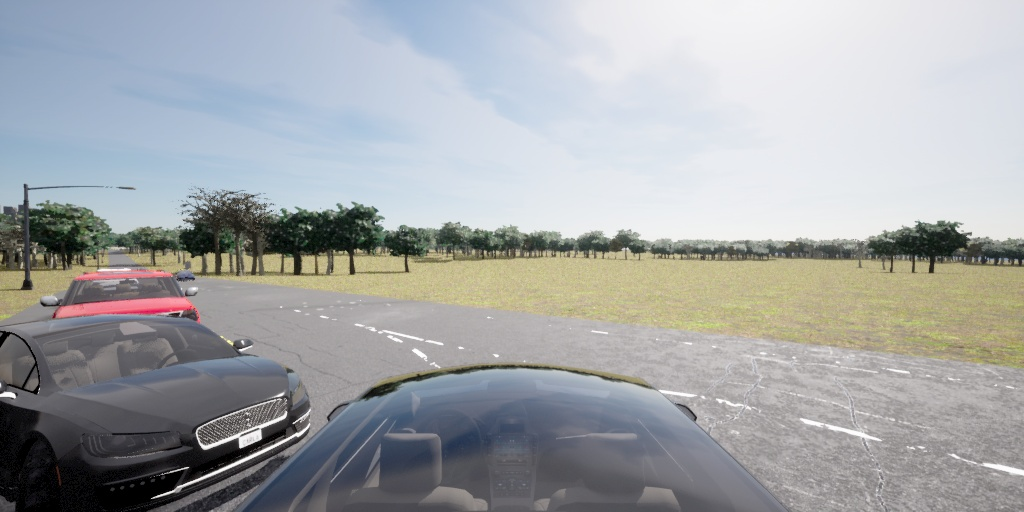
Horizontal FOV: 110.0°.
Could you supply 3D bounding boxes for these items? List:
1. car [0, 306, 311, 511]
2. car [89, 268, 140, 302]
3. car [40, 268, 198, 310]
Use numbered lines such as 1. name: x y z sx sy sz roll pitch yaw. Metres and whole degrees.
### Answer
1. car: -4.513 1.445 4.013 4.892 1.490 1.837 -3 -3 22
2. car: -27.746 1.891 25.038 5.566 2.045 2.150 -2 0 42
3. car: -9.365 1.386 8.721 5.566 2.045 2.150 -2 0 42
